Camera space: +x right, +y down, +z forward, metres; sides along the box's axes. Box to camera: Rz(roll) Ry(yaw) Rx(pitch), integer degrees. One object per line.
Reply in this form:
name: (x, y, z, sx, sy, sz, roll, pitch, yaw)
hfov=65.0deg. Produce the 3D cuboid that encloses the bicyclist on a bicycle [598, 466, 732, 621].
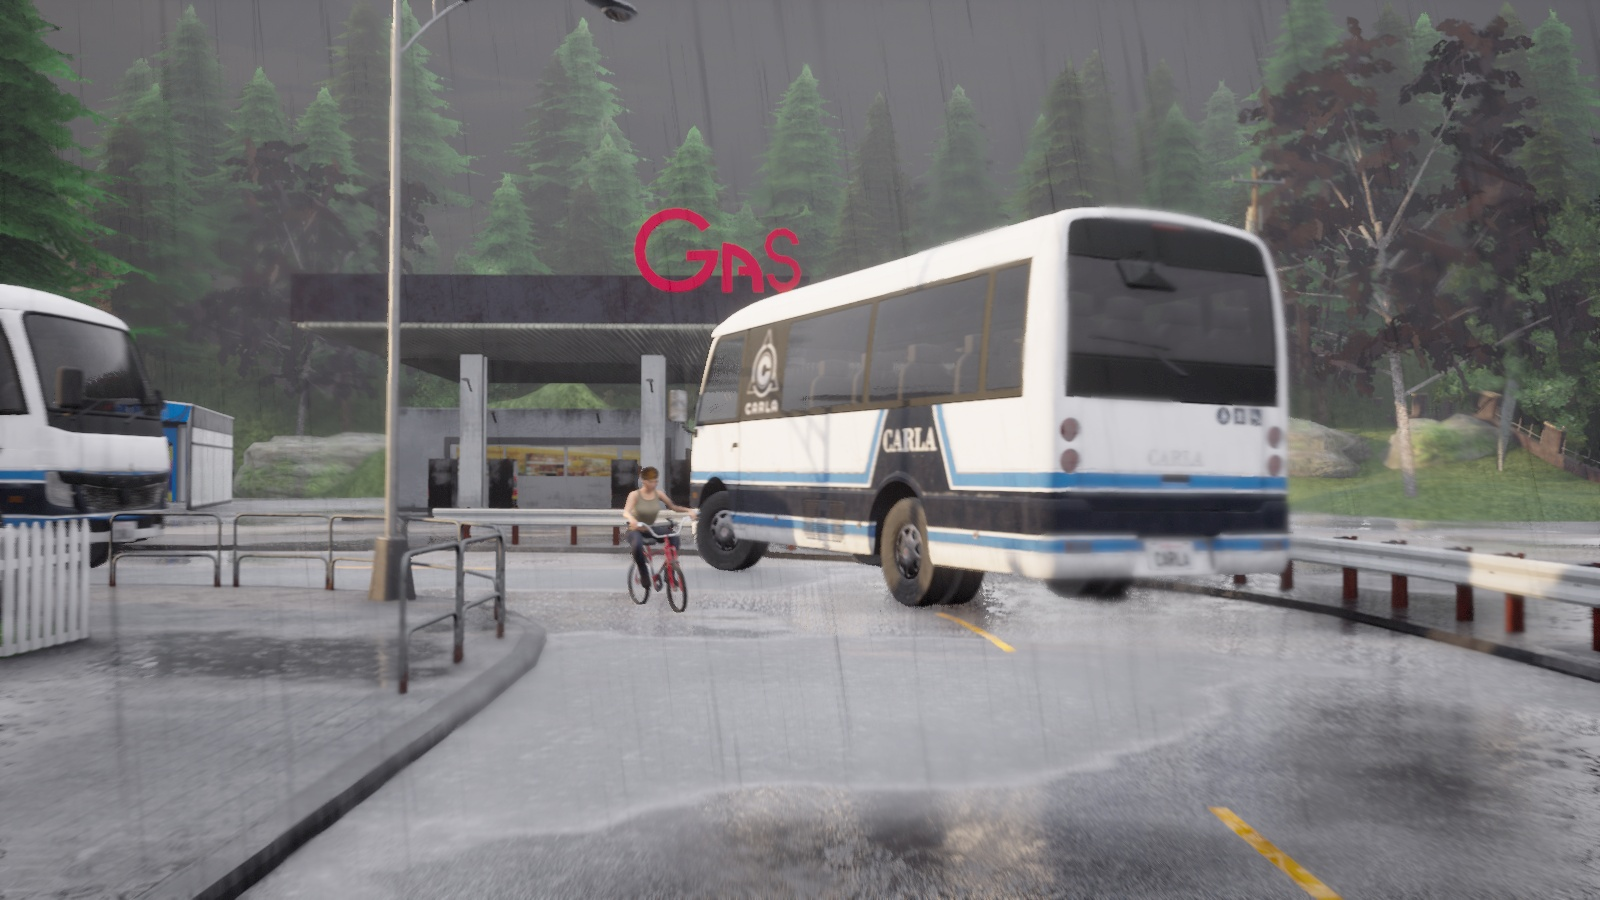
bicyclist on a bicycle: (-1.550, 1.005, 14.221, 0.866, 1.612, 1.509, -3, 0, -32)

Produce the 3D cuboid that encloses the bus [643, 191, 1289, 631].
bus: (1.373, -0.260, 17.607, 3.944, 4.253, 10.273, 1, -2, -26)

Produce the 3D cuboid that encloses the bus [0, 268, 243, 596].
bus: (-14.117, -0.189, 18.242, 10.273, 4.253, 3.944, 0, -1, 0)
